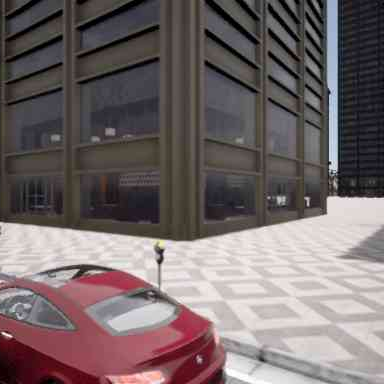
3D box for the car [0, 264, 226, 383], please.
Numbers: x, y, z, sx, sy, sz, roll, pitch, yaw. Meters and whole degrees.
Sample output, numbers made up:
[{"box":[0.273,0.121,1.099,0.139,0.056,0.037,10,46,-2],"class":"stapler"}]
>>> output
[{"box":[-1.595,1.580,4.099,4.206,1.307,1.802,0,0,35],"class":"car"}]
